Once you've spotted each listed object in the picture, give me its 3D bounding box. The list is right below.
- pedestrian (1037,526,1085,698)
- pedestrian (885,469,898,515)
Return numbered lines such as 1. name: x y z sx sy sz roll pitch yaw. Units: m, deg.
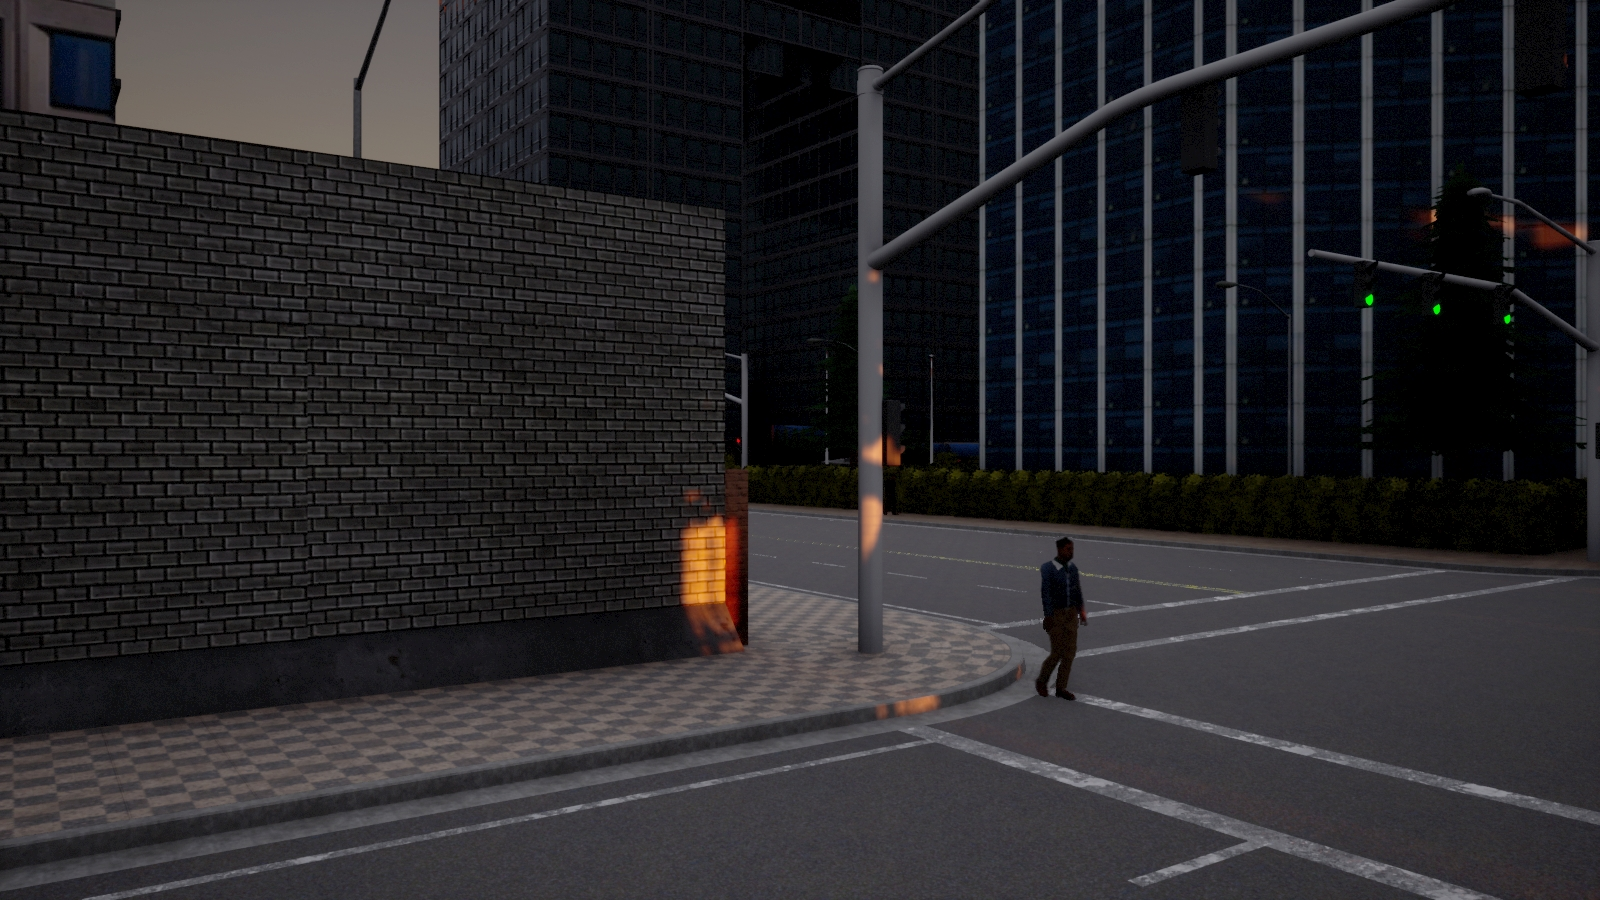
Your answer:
1. pedestrian: 2.923 1.794 12.805 0.375 1.860 0.375 0 0 -27
2. pedestrian: 3.721 1.698 46.317 0.375 1.860 0.375 0 0 -32
